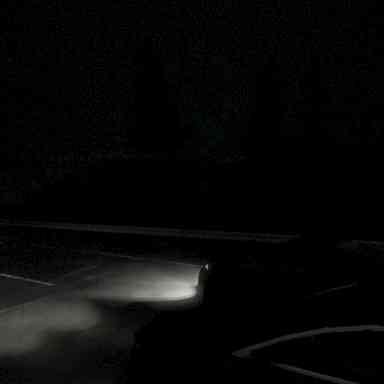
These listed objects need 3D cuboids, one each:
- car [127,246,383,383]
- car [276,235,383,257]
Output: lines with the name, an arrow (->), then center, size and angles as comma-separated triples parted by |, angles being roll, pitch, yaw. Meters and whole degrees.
car -> 1.602, 1.484, 2.538 | 4.902, 1.511, 2.128 | 0, 0, 35
car -> 2.184, 1.547, 6.346 | 4.181, 1.385, 1.994 | 0, 0, 35
